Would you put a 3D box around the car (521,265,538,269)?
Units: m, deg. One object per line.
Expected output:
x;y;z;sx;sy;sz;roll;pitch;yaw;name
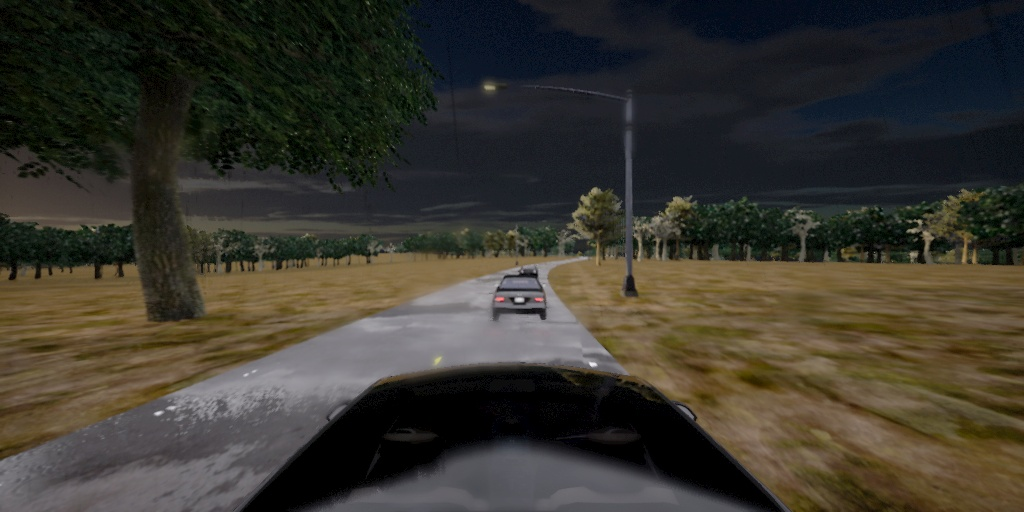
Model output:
1.823;1.597;37.698;1.895;1.301;4.718;0;0;5;car

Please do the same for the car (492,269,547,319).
0.299;1.384;13.266;2.033;1.411;5.357;0;0;2;car
